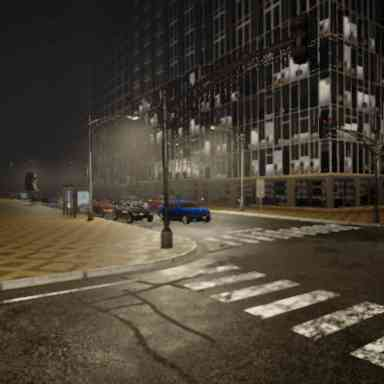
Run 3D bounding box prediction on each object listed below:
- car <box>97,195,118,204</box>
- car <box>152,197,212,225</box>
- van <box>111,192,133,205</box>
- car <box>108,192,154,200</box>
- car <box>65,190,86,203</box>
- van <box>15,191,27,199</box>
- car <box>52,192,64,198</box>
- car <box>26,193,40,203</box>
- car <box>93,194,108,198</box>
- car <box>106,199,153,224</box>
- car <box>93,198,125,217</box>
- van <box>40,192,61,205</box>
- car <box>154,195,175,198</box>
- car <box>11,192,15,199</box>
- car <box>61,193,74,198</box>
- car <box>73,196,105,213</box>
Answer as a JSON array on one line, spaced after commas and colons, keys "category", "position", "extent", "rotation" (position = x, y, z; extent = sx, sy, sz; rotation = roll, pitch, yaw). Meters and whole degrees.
[{"category": "car", "position": [-13.374, 1.112, 52.606], "extent": [1.802, 1.307, 4.206], "rotation": [0, 1, -34]}, {"category": "car", "position": [-0.608, 1.366, 23.581], "extent": [1.882, 1.535, 5.008], "rotation": [-1, 1, -34]}, {"category": "van", "position": [-10.173, 0.923, 47.907], "extent": [1.690, 1.788, 3.998], "rotation": [0, 1, -34]}, {"category": "car", "position": [-5.767, 1.158, 31.151], "extent": [2.097, 1.767, 4.553], "rotation": [-1, 1, -34]}, {"category": "car", "position": [-20.572, 0.702, 58.545], "extent": [2.150, 2.045, 5.566], "rotation": [-1, 1, -34]}, {"category": "van", "position": [-36.304, 0.714, 71.367], "extent": [1.690, 1.788, 3.998], "rotation": [0, 1, -34]}, {"category": "car", "position": [-32.581, 0.760, 80.783], "extent": [2.008, 1.369, 4.403], "rotation": [0, 1, -34]}, {"category": "car", "position": [-26.701, 1.084, 57.280], "extent": [2.008, 1.369, 4.403], "rotation": [0, 1, -34]}, {"category": "car", "position": [-11.231, 1.071, 39.180], "extent": [2.097, 1.767, 4.553], "rotation": [-1, 1, -34]}, {"category": "car", "position": [-4.401, 1.465, 24.332], "extent": [1.947, 1.339, 4.313], "rotation": [0, 1, -34]}, {"category": "car", "position": [-7.588, 1.430, 29.041], "extent": [1.802, 1.307, 4.206], "rotation": [0, 1, -34]}, {"category": "van", "position": [-20.298, 0.981, 47.885], "extent": [1.690, 1.788, 3.998], "rotation": [0, 1, -34]}, {"category": "car", "position": [-3.036, 1.118, 32.805], "extent": [2.097, 1.767, 4.553], "rotation": [-1, 1, -34]}, {"category": "car", "position": [-39.505, 0.759, 76.064], "extent": [1.967, 1.590, 4.097], "rotation": [0, 1, -34]}, {"category": "car", "position": [-16.991, 1.150, 47.713], "extent": [1.812, 1.442, 4.674], "rotation": [-1, 1, -34]}, {"category": "car", "position": [-10.741, 1.362, 33.769], "extent": [1.947, 1.339, 4.313], "rotation": [0, 1, -34]}]
